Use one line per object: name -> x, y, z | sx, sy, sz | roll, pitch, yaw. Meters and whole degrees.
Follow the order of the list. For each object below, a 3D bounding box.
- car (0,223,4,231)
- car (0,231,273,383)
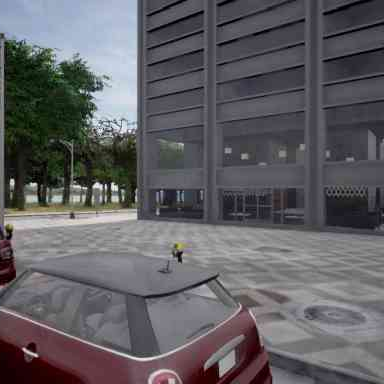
car -> -5.715, 1.315, 7.036 | 5.009, 1.841, 2.192 | 0, 0, 35
car -> -1.287, 1.440, 3.879 | 4.097, 1.590, 1.967 | 0, 0, 35
